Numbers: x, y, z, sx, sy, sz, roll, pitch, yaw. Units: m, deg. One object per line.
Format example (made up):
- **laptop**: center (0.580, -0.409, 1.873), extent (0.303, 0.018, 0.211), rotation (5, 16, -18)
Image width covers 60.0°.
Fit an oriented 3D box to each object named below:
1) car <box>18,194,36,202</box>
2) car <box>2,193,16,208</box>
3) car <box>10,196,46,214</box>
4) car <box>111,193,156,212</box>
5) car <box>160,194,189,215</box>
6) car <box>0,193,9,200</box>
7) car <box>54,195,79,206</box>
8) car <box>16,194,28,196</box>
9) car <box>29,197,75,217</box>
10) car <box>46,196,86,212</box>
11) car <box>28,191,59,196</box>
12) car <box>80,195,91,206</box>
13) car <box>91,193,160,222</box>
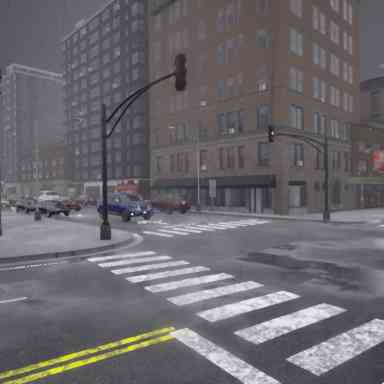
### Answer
- **car**: center (-29.238, 1.041, 58.879), extent (1.802, 1.307, 4.206), rotation (0, 1, -44)
- **car**: center (-23.734, 1.246, 40.952), extent (1.752, 1.417, 4.829), rotation (0, 1, -44)
- **car**: center (-16.189, 1.373, 33.167), extent (1.947, 1.339, 4.313), rotation (0, 1, -44)
- **car**: center (-6.239, 1.044, 35.148), extent (2.192, 1.841, 5.009), rotation (0, 1, -44)
- **car**: center (-2.406, 1.086, 31.192), extent (2.192, 1.841, 5.009), rotation (0, 1, -44)
- **car**: center (-40.737, 0.882, 70.743), extent (1.947, 1.339, 4.313), rotation (0, 1, -44)
- **car**: center (-17.739, 1.179, 47.015), extent (1.802, 1.307, 4.206), rotation (0, 1, -44)
- **car**: center (-23.233, 1.169, 44.434), extent (1.837, 1.490, 4.892), rotation (-1, 1, -44)
- **car**: center (-12.356, 1.416, 29.213), extent (1.947, 1.339, 4.313), rotation (0, 1, -44)
- **car**: center (-13.039, 1.382, 33.867), extent (1.895, 1.301, 4.718), rotation (-1, 1, -44)
- **car**: center (-20.220, 0.848, 45.872), extent (2.150, 2.045, 5.566), rotation (-1, 1, -44)
- **car**: center (-13.905, 1.082, 43.059), extent (1.967, 1.590, 4.097), rotation (0, 1, -44)
- **car**: center (-5.305, 1.089, 25.882), extent (2.150, 2.045, 5.566), rotation (-1, 1, -44)
